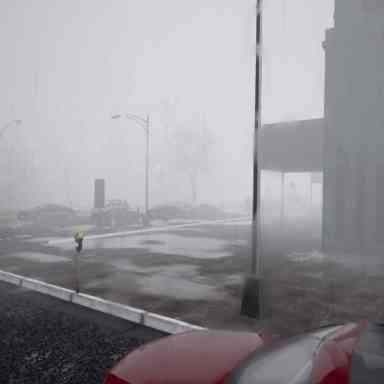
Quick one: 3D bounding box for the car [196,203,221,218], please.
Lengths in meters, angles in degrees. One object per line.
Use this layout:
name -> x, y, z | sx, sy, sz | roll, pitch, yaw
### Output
car -> 1.278, 1.776, 32.632 | 1.802, 1.307, 4.206 | 1, 0, 36

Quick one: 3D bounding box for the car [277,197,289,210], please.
car -> 11.726, 1.718, 47.026 | 1.967, 1.590, 4.097 | 1, 0, 36

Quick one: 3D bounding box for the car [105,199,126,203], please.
car -> -8.301, 1.478, 34.169 | 1.967, 1.590, 4.097 | 1, 0, 36

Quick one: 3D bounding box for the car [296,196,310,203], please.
car -> 27.781, 1.859, 83.216 | 1.752, 1.417, 4.829 | 1, 0, 36

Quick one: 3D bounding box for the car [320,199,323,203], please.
car -> 28.184, 1.938, 69.583 | 1.752, 1.417, 4.829 | 1, 0, 36

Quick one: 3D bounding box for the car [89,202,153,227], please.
car -> -5.199, 1.694, 23.788 | 2.008, 1.369, 4.403 | 1, 0, 36

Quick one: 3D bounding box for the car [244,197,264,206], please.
car -> 11.381, 1.724, 60.825 | 1.752, 1.417, 4.829 | 1, 0, 36

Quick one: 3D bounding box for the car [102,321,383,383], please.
car -> 1.124, 1.582, 2.059 | 4.206, 1.307, 1.802 | 0, 1, 35

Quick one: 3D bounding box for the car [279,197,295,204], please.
car -> 21.322, 1.846, 74.396 | 1.947, 1.339, 4.313 | 1, 0, 36

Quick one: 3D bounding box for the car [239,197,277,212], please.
car -> 8.474, 1.567, 42.528 | 2.192, 1.841, 5.009 | 1, 0, 36

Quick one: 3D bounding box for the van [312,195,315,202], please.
van -> 31.164, 1.703, 87.831 | 1.690, 1.788, 3.998 | 1, 0, 36

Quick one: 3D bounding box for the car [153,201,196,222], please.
car -> -1.960, 1.734, 28.211 | 1.947, 1.339, 4.313 | 1, 0, 36

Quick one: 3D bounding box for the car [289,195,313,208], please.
car -> 18.244, 1.771, 56.012 | 1.967, 1.590, 4.097 | 1, 0, 36

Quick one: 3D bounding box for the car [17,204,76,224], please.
car -> -11.123, 1.605, 25.712 | 1.994, 1.385, 4.181 | 1, 0, 36
